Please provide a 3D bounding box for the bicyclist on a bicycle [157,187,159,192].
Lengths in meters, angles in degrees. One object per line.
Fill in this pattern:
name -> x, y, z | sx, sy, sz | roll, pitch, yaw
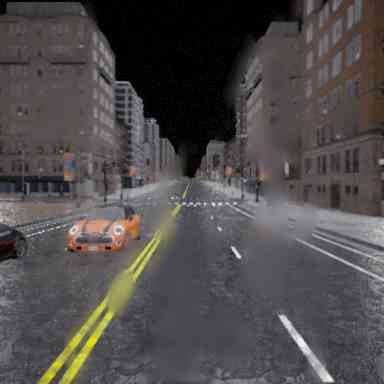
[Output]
bicyclist on a bicycle -> -8.875, -0.822, 87.041 | 0.866, 1.612, 1.509 | -3, -2, 9

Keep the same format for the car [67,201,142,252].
car -> -3.355, 1.310, 13.550 | 2.097, 1.767, 4.553 | 0, 0, 0

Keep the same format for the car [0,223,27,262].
car -> -6.605, 1.547, 9.642 | 1.994, 1.385, 4.181 | 0, 0, 0
